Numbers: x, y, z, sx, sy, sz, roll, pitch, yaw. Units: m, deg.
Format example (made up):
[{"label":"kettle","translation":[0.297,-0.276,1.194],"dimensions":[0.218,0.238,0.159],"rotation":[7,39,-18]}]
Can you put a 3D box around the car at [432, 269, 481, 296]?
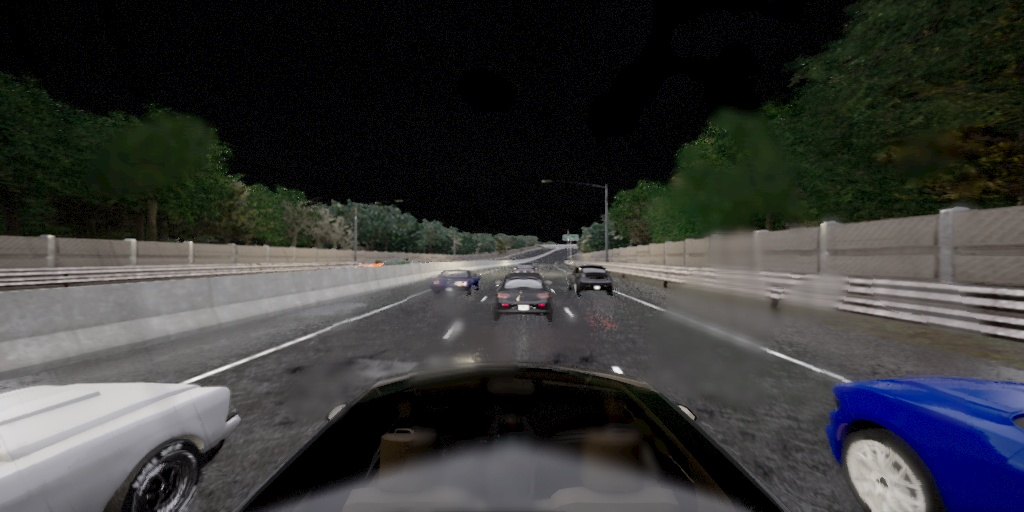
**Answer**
[{"label":"car","translation":[-2.850,1.374,19.502],"dimensions":[1.895,1.301,4.718],"rotation":[0,0,2]}]

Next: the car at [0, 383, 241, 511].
[{"label":"car","translation":[-3.436,1.357,1.092],"dimensions":[1.895,1.301,4.718],"rotation":[0,0,1]}]

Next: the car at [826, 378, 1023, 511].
[{"label":"car","translation":[3.565,1.220,0.961],"dimensions":[1.882,1.535,5.008],"rotation":[0,0,1]}]

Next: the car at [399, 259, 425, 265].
[{"label":"car","translation":[-12.197,1.469,46.163],"dimensions":[2.033,1.411,5.357],"rotation":[0,0,4]}]

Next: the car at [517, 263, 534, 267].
[{"label":"car","translation":[1.178,1.356,31.383],"dimensions":[2.033,1.411,5.357],"rotation":[0,0,3]}]

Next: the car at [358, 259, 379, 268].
[{"label":"car","translation":[-19.033,1.302,48.675],"dimensions":[2.097,1.767,4.553],"rotation":[0,0,4]}]

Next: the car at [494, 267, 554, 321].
[{"label":"car","translation":[0.402,1.282,12.340],"dimensions":[1.812,1.442,4.674],"rotation":[0,0,2]}]

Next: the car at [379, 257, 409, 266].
[{"label":"car","translation":[-15.523,1.171,48.740],"dimensions":[2.150,2.045,5.566],"rotation":[0,-1,4]}]

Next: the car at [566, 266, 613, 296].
[{"label":"car","translation":[4.161,1.265,19.539],"dimensions":[1.837,1.490,4.892],"rotation":[0,0,2]}]
